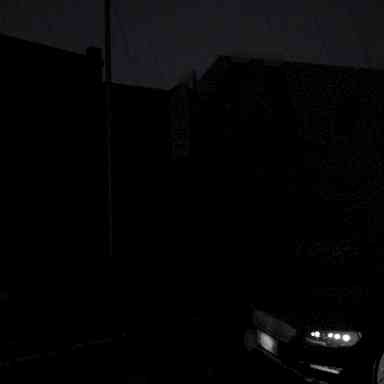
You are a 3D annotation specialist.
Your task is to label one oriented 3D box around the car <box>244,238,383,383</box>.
[{"bbox_3d":[3.077,1.497,4.984,4.902,1.511,2.128,0,0,-26],"label":"car"}]
